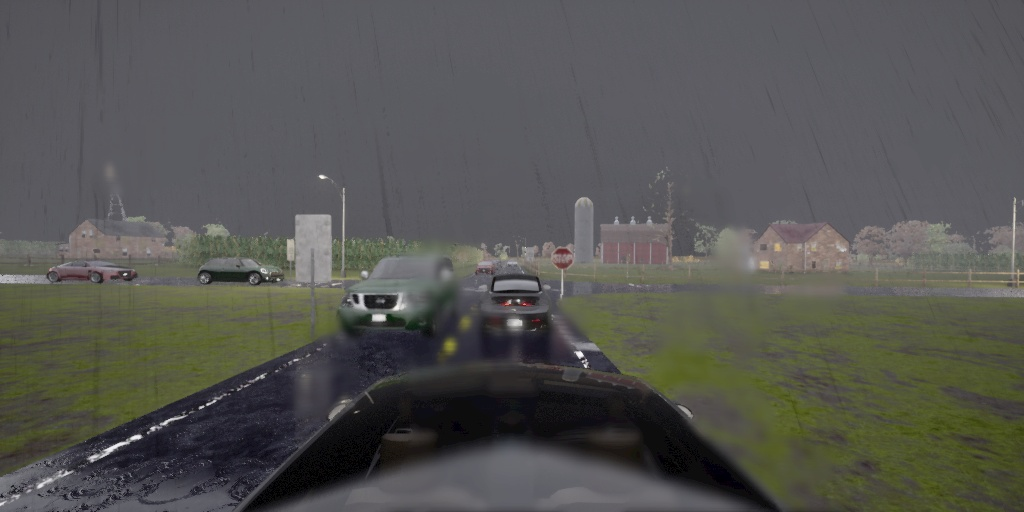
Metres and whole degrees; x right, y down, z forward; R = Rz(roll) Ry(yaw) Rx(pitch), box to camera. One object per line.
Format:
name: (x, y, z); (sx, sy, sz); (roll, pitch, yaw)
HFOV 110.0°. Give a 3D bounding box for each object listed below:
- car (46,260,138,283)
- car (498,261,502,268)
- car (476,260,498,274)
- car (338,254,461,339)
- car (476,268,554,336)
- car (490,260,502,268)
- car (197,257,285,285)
car: (-26.708, 0.962, 22.906); (4.181, 1.385, 1.994); (1, 1, 0)
car: (-2.848, 1.269, 50.194); (2.128, 1.511, 4.902); (0, 0, 0)
car: (-2.872, 1.244, 39.538); (1.882, 1.535, 5.008); (0, 0, 1)
car: (-2.850, 0.971, 10.443); (2.150, 2.045, 5.566); (0, 0, 0)
car: (0.099, 1.255, 10.429); (1.837, 1.490, 4.892); (0, 0, 0)
car: (-2.826, 1.361, 63.237); (1.994, 1.385, 4.181); (0, 0, 0)
car: (-17.182, 0.891, 22.936); (4.553, 1.767, 2.097); (1, 1, 0)
